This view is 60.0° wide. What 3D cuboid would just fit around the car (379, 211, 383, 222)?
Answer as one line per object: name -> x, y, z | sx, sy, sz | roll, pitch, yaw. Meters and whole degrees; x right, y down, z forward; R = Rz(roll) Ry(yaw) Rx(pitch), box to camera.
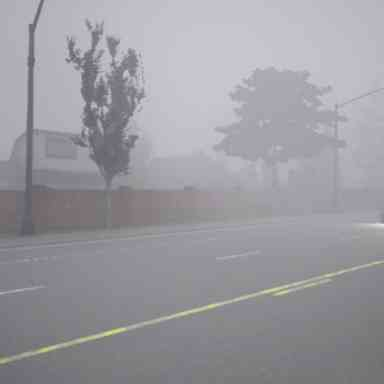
car -> 14.741, 1.462, 22.975 | 4.181, 1.385, 1.994 | 0, 0, -35
